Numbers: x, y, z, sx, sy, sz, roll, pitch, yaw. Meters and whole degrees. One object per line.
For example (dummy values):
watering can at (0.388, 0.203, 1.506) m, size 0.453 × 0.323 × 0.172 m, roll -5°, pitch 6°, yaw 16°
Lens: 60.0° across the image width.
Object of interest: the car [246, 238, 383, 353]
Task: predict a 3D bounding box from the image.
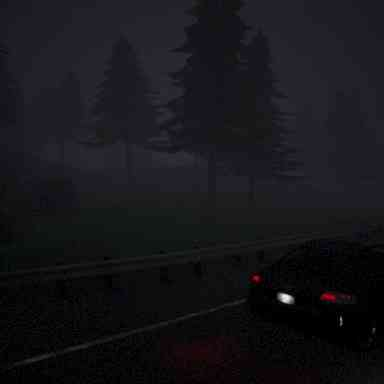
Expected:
car at (2.978, 1.575, 6.264) m, size 4.181 × 1.385 × 1.994 m, roll 0°, pitch 0°, yaw -39°
